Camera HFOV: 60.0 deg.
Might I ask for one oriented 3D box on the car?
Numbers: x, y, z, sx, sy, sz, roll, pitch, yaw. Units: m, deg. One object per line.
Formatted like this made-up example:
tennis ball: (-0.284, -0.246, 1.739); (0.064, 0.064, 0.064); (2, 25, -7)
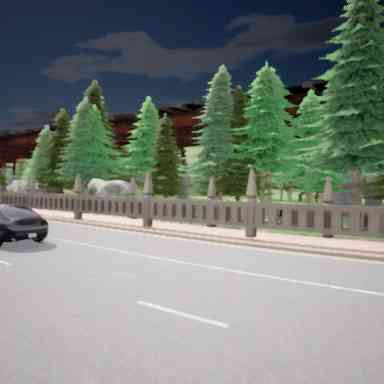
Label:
car: (-7.899, 1.290, 13.814); (4.892, 1.490, 1.837); (2, 1, 36)
